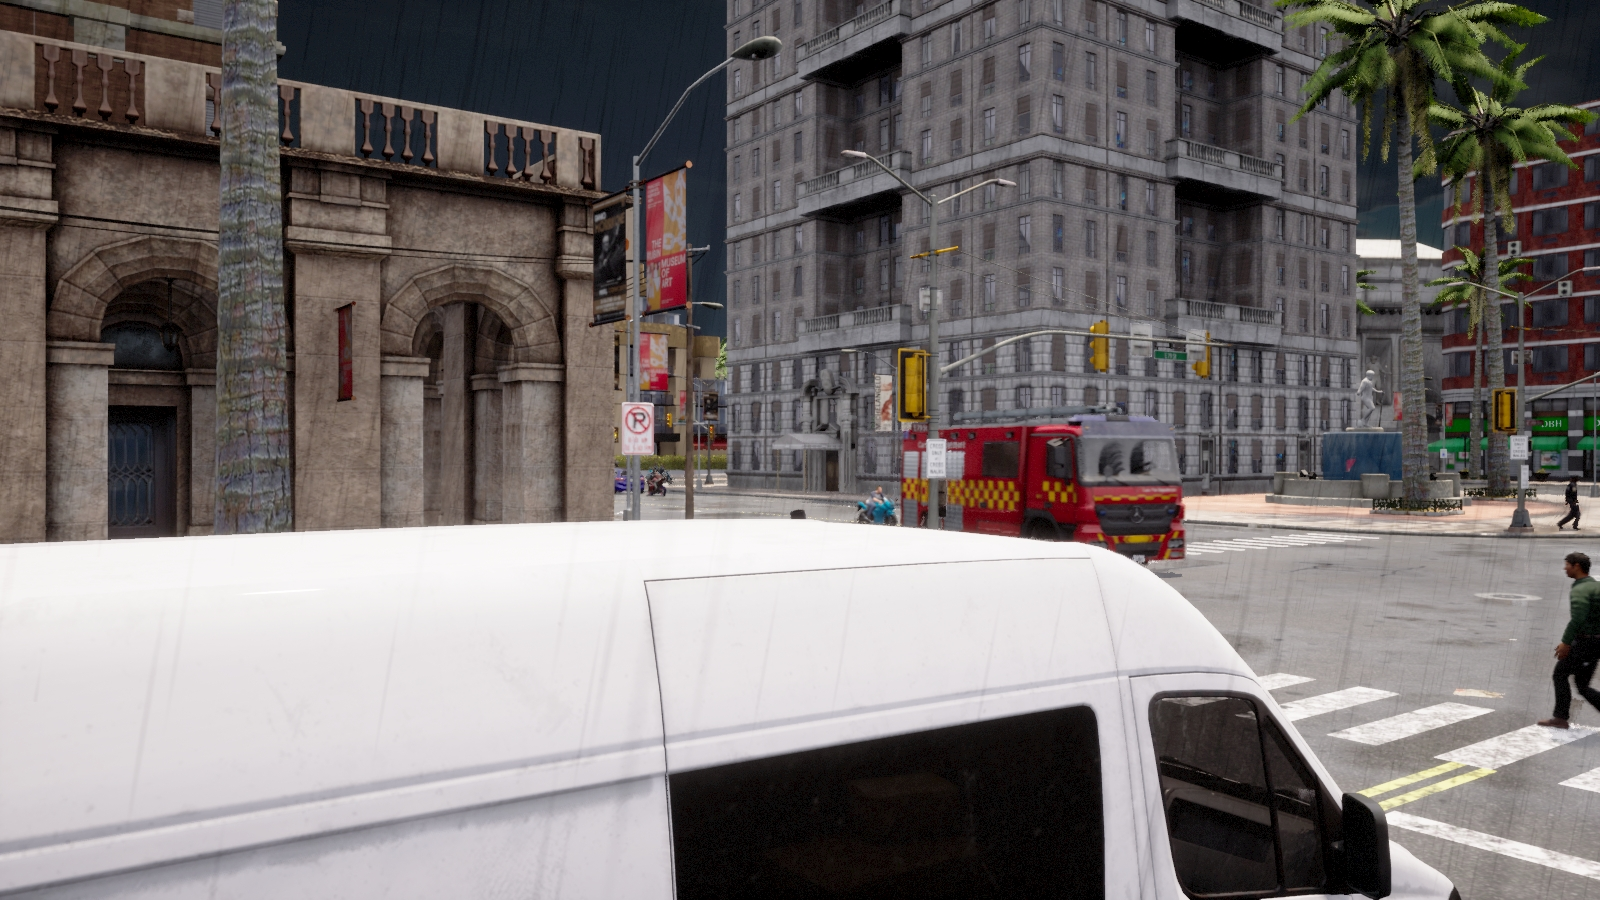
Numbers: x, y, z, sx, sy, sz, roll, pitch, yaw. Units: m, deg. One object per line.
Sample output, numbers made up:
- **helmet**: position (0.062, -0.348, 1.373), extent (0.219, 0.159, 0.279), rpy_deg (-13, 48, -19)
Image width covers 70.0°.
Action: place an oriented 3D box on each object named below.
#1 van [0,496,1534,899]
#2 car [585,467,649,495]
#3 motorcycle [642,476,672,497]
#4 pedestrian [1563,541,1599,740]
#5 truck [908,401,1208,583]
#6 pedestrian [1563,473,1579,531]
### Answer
- **van**: position (0.019, 1.533, 3.806), extent (5.915, 2.561, 1.988), rpy_deg (0, 0, -35)
- **car**: position (-11.778, 1.955, 73.402), extent (2.242, 1.667, 4.611), rpy_deg (0, 0, -35)
- **motorcycle**: position (-8.633, 2.192, 68.938), extent (0.867, 1.251, 2.209), rpy_deg (0, 0, -35)
- **pedestrian**: position (7.704, 1.842, 11.134), extent (0.375, 1.860, 0.375), rpy_deg (0, 0, -45)
- **truck**: position (5.972, 0.882, 28.404), extent (2.891, 3.827, 8.468), rpy_deg (0, 0, -23)
- **pedestrian**: position (25.009, 1.680, 37.063), extent (0.375, 1.860, 0.375), rpy_deg (0, 0, 20)
